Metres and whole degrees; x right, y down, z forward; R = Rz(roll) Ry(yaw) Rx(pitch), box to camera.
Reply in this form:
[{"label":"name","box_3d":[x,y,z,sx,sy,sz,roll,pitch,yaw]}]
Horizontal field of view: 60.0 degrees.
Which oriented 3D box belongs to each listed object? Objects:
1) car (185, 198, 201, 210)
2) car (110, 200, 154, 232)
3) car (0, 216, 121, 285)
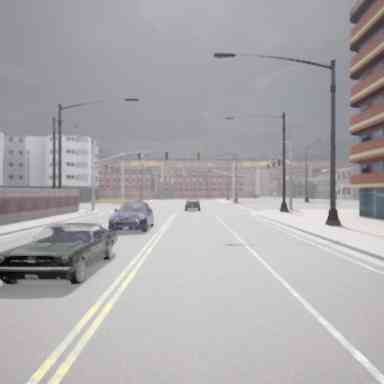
[{"label":"car","box_3d":[0.100,1.504,41.953,1.812,1.442,4.674,0,0,0]},{"label":"car","box_3d":[-3.542,1.357,20.171,2.097,1.767,4.553,0,0,0]},{"label":"car","box_3d":[-3.591,1.603,9.662,1.895,1.301,4.718,0,0,0]}]
